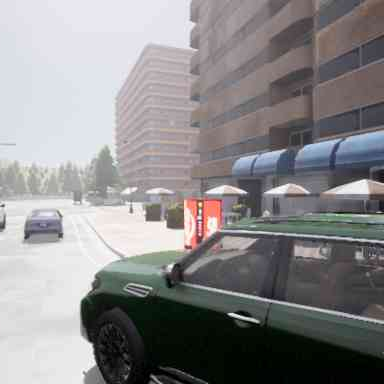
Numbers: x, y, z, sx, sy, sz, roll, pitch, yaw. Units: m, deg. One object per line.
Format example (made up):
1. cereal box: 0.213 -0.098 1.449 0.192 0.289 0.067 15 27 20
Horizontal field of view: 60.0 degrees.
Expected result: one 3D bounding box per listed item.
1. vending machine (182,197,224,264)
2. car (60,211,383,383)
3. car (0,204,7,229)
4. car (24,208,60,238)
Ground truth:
1. vending machine: 0.353 1.215 11.069 1.100 2.100 0.880 0 0 -34
2. car: 1.153 1.229 3.437 5.566 2.045 2.150 0 0 39
3. car: -11.990 1.277 18.790 2.150 2.045 5.566 0 0 -22
4. car: -7.945 1.595 18.034 2.033 1.411 5.357 0 0 -22
